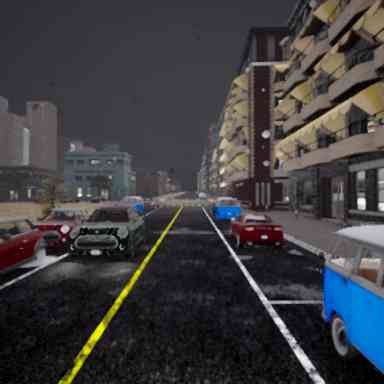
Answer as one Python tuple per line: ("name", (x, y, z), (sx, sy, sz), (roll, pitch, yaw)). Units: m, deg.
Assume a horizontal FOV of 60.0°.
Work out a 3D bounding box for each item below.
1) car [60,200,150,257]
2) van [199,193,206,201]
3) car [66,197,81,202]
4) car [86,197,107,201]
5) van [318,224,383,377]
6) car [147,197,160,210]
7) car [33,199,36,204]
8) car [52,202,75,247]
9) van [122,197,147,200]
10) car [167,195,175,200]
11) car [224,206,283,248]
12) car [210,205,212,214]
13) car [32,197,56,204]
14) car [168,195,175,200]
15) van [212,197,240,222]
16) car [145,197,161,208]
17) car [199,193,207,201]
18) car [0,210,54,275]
("car", (-3.096, 1.352, 12.925), (2.097, 1.767, 4.553), (0, 0, 0))
("van", (2.726, 1.262, 86.573), (1.690, 1.788, 3.998), (1, 0, 0))
("car", (-25.182, 1.694, 68.871), (4.313, 1.339, 1.947), (0, -1, 1))
("car", (-19.700, 1.653, 68.794), (4.403, 1.369, 2.008), (0, -1, 1))
("van", (2.705, 1.342, 3.339), (1.690, 1.788, 3.998), (1, 0, 0))
("car", (-5.634, 1.423, 42.831), (1.967, 1.590, 4.097), (1, 0, 0))
("car", (-26.362, 1.456, 60.249), (4.097, 1.590, 1.967), (0, -1, 1))
("car", (-5.641, 1.440, 14.602), (1.967, 1.590, 4.097), (1, 0, 0))
("van", (-5.635, 1.334, 31.539), (1.690, 1.788, 3.998), (1, 0, 0))
("car", (-5.658, 1.503, 86.541), (1.802, 1.307, 4.206), (1, 0, 0))
("car", (2.705, 1.545, 14.633), (1.887, 1.381, 4.507), (1, 0, 0))
("car", (2.709, 1.558, 31.570), (1.947, 1.339, 4.313), (1, 0, 0))
("car", (-30.661, 1.735, 68.947), (4.206, 1.307, 1.802), (0, -1, 1))
("car", (-5.656, 1.455, 92.121), (1.887, 1.381, 4.507), (1, 0, 0))
("van", (2.711, 1.337, 25.924), (1.690, 1.788, 3.998), (1, 0, 0))
("car", (-5.634, 1.523, 48.477), (1.887, 1.381, 4.507), (1, 0, 0))
("car", (2.722, 1.482, 80.995), (2.008, 1.369, 4.403), (1, 0, 0))
("car", (-5.649, 1.441, 8.956), (1.967, 1.590, 4.097), (1, 0, 0))
